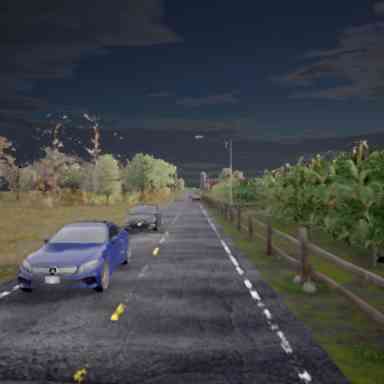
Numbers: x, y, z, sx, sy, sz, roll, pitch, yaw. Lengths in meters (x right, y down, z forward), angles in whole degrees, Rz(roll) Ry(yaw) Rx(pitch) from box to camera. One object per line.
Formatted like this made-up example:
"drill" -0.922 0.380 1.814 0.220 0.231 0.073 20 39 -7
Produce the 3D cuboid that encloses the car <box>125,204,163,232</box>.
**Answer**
"car" -2.836 1.508 20.344 1.837 1.490 4.892 0 0 0

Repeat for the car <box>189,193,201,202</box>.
"car" 0.904 1.278 71.713 2.097 1.767 4.553 0 0 1

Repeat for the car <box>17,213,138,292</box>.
"car" -2.845 1.530 9.081 1.812 1.442 4.674 0 0 0

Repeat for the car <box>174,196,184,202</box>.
"car" -2.748 1.484 69.785 1.994 1.385 4.181 0 0 0
